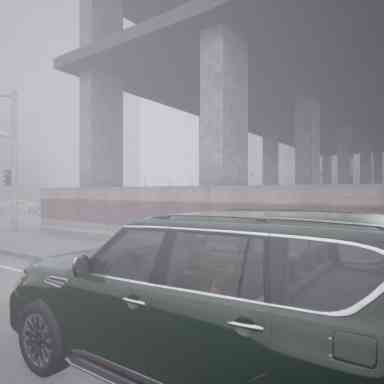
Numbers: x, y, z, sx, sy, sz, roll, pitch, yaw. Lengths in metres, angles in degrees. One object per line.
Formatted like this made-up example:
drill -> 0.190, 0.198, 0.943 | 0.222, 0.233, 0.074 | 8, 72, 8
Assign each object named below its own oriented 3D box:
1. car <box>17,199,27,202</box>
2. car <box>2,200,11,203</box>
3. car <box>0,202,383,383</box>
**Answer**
car -> -14.274, 1.547, 33.391 | 2.128, 1.511, 4.902 | 0, 0, 36
car -> -18.323, 1.533, 33.742 | 1.882, 1.535, 5.008 | 0, 0, 36
car -> 0.147, 1.221, 3.878 | 5.566, 2.045, 2.150 | 0, 0, 35
